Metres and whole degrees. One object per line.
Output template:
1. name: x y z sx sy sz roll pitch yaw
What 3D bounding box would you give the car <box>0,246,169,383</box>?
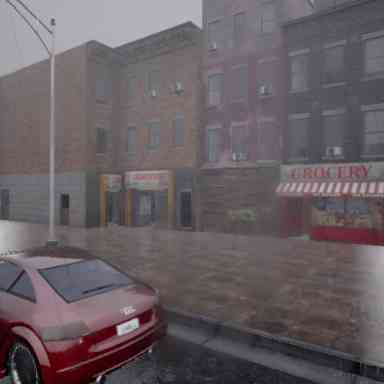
1. car: -2.384 1.563 5.098 4.181 1.385 1.994 0 0 36
